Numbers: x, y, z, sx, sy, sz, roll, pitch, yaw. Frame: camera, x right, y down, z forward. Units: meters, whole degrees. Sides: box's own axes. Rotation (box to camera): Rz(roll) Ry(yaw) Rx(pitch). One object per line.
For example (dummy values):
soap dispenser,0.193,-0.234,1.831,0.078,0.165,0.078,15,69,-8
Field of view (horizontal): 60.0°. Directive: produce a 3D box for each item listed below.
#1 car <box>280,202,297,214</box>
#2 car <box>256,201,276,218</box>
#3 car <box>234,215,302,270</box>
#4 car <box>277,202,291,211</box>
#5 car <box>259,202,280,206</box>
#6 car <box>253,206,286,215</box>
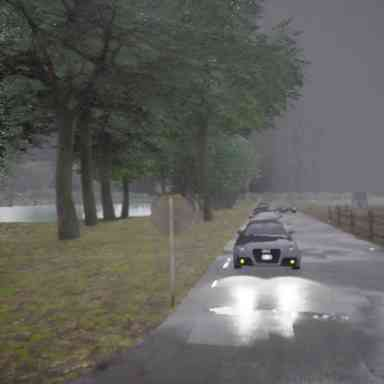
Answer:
car,12.846,2.215,44.523,1.895,1.301,4.718,-2,-1,12
car,8.572,1.939,38.669,2.097,1.767,4.553,-2,-1,13
car,2.570,1.727,11.599,1.994,1.385,4.181,-2,-1,12
car,15.002,2.354,54.235,1.994,1.385,4.181,-2,-1,12
car,6.466,1.906,29.285,1.882,1.535,5.008,-2,-1,13
car,4.469,1.813,20.242,1.812,1.442,4.674,-2,-1,13
